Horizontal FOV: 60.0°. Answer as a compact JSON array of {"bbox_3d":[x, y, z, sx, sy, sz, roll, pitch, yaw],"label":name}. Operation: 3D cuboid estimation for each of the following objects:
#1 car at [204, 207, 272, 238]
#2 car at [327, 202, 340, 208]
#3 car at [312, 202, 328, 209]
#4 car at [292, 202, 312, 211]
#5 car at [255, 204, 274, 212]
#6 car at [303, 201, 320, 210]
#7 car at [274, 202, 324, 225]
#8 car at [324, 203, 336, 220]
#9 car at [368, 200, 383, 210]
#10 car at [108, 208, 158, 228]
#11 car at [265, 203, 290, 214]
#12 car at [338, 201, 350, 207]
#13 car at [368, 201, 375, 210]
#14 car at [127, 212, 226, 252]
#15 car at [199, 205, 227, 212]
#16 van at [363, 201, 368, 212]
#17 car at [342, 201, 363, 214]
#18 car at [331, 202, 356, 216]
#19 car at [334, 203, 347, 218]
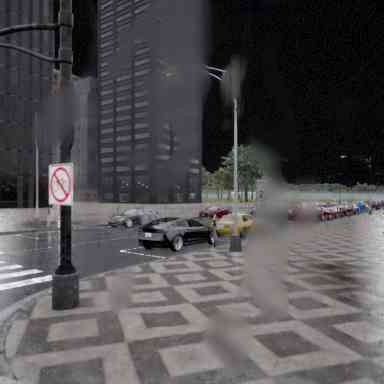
[{"bbox_3d":[2.859,1.823,19.582,1.752,1.417,4.829,-1,-2,36],"label":"car"},{"bbox_3d":[31.889,2.889,74.931,1.802,1.307,4.206,-1,-2,36],"label":"car"},{"bbox_3d":[25.332,2.671,65.744,1.887,1.381,4.507,-1,-2,36],"label":"car"},{"bbox_3d":[18.775,2.493,56.557,2.008,1.369,4.403,-1,-2,36],"label":"car"},{"bbox_3d":[8.939,2.208,42.776,2.008,1.369,4.403,-1,-2,36],"label":"car"},{"bbox_3d":[22.053,2.475,61.153,1.967,1.590,4.097,-1,-2,36],"label":"car"},{"bbox_3d":[9.317,1.791,28.637,2.192,1.841,5.009,-1,-2,36],"label":"car"},{"bbox_3d":[12.596,2.113,33.225,1.887,1.381,4.507,-1,-2,36],"label":"car"},{"bbox_3d":[35.547,2.538,65.388,2.192,1.841,5.009,-1,-2,36],"label":"car"},{"bbox_3d":[-4.173,1.840,24.402,2.008,1.369,4.403,-1,-1,36],"label":"car"},{"bbox_3d":[12.217,2.304,47.369,2.008,1.369,4.403,-1,-2,36],"label":"car"},{"bbox_3d":[38.446,3.036,84.118,2.008,1.369,4.403,-1,-1,36],"label":"car"},{"bbox_3d":[28.990,2.591,56.194,2.008,1.369,4.403,-1,-2,36],"label":"car"},{"bbox_3d":[-0.517,1.774,14.850,1.947,1.339,4.313,-1,-2,36],"label":"car"},{"bbox_3d":[2.383,2.015,33.590,1.887,1.381,4.507,-1,-2,36],"label":"car"},{"bbox_3d":[25.710,2.288,51.605,1.690,1.788,3.998,-1,-2,36],"label":"van"},{"bbox_3d":[22.431,2.294,47.009,1.967,1.590,4.097,-1,-2,36],"label":"car"},{"bbox_3d":[19.153,2.303,42.413,1.887,1.381,4.507,-1,-2,36],"label":"car"},{"bbox_3d":[15.879,2.245,37.823,1.802,1.307,4.206,-1,-2,36],"label":"car"}]
